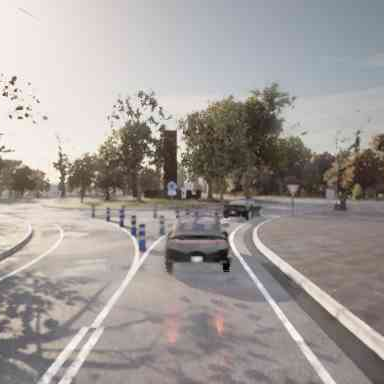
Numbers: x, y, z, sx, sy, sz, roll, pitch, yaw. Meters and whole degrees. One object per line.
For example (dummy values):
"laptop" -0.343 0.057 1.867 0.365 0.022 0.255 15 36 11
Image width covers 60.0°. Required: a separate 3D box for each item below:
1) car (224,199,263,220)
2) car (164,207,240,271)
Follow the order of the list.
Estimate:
"car" 4.078 1.248 26.102 1.882 1.535 5.008 0 1 27
"car" 0.223 1.463 10.767 2.128 1.511 4.902 0 0 2
